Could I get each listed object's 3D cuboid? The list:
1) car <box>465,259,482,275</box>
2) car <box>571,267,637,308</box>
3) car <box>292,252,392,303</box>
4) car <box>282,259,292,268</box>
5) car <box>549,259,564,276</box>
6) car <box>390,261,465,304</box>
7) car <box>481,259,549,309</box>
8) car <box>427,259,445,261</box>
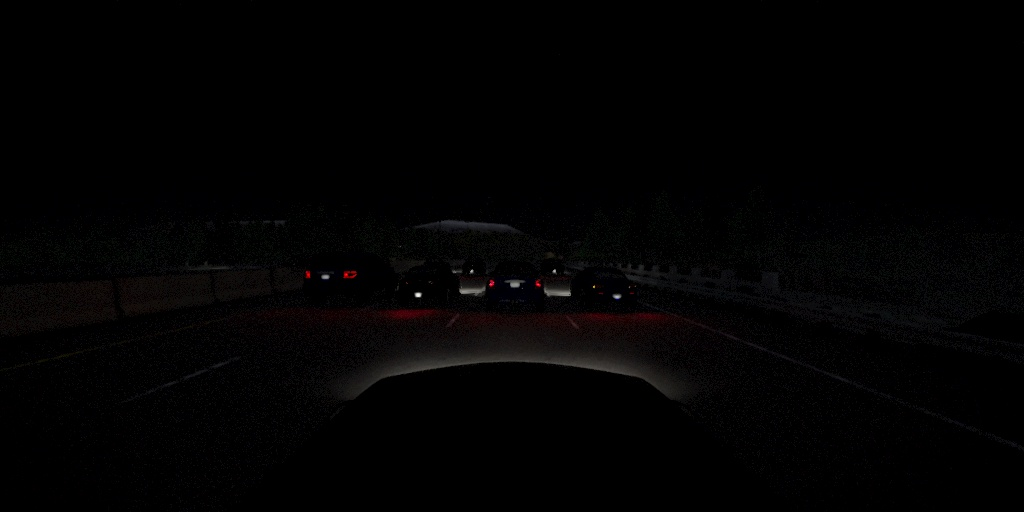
[{"bbox_3d":[-3.403,1.003,32.792,1.837,1.490,4.892,0,0,0],"label":"car"},{"bbox_3d":[3.585,1.166,14.541,1.812,1.442,4.674,0,1,0],"label":"car"},{"bbox_3d":[-6.900,0.845,15.948,2.150,2.045,5.566,0,1,0],"label":"car"},{"bbox_3d":[-28.071,0.990,47.189,1.882,1.535,5.008,0,-1,0],"label":"car"},{"bbox_3d":[3.597,1.003,32.799,1.837,1.490,4.892,0,0,0],"label":"car"},{"bbox_3d":[-3.402,1.133,15.421,1.837,1.490,4.892,0,0,0],"label":"car"},{"bbox_3d":[0.099,0.990,14.283,2.097,1.767,4.553,0,1,0],"label":"car"},{"bbox_3d":[-6.903,0.990,32.733,2.128,1.511,4.902,0,0,0],"label":"car"}]
